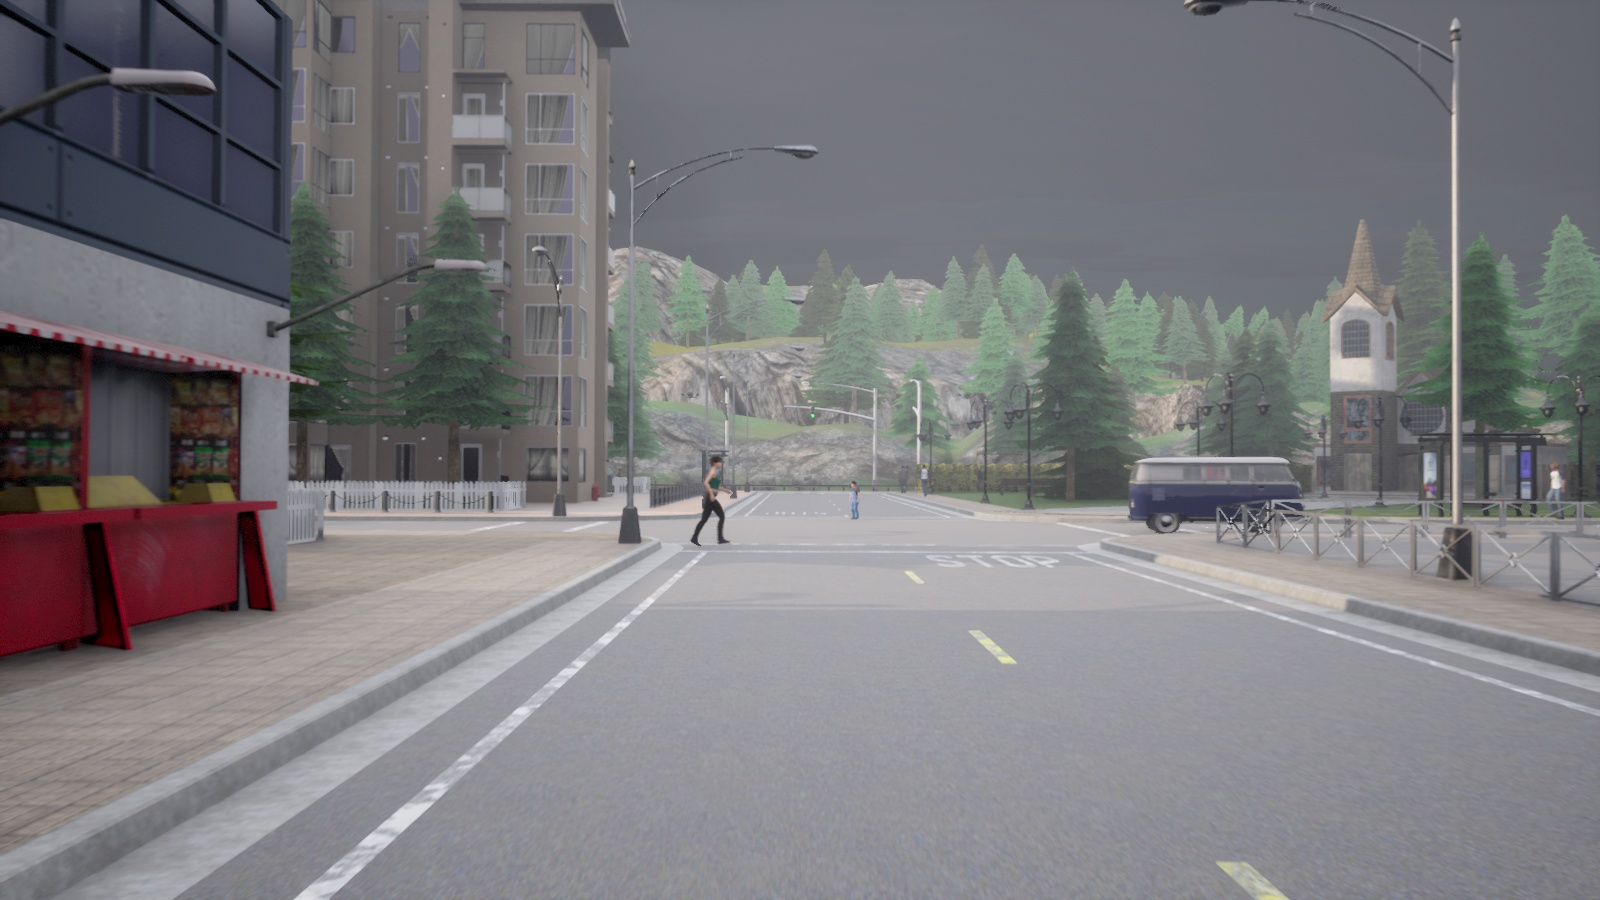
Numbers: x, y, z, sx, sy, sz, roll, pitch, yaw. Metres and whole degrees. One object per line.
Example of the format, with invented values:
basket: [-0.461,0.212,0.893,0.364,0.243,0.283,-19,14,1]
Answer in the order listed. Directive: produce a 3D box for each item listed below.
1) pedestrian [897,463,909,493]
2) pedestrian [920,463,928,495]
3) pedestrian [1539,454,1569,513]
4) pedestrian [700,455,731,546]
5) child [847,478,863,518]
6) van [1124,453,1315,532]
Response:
pedestrian: [6.664,1.813,81.480,0.659,1.952,0.873,0,-1,-5]
pedestrian: [7.041,1.638,71.107,0.354,1.836,0.706,0,-1,-2]
pedestrian: [23.729,1.052,39.513,0.706,1.836,0.354,0,-1,-3]
pedestrian: [-1.710,1.019,25.470,0.594,1.836,0.345,0,-1,-10]
child: [1.766,1.551,40.609,0.437,1.263,0.270,0,-1,-37]
van: [10.815,1.086,32.646,4.442,1.987,1.775,0,-1,7]
